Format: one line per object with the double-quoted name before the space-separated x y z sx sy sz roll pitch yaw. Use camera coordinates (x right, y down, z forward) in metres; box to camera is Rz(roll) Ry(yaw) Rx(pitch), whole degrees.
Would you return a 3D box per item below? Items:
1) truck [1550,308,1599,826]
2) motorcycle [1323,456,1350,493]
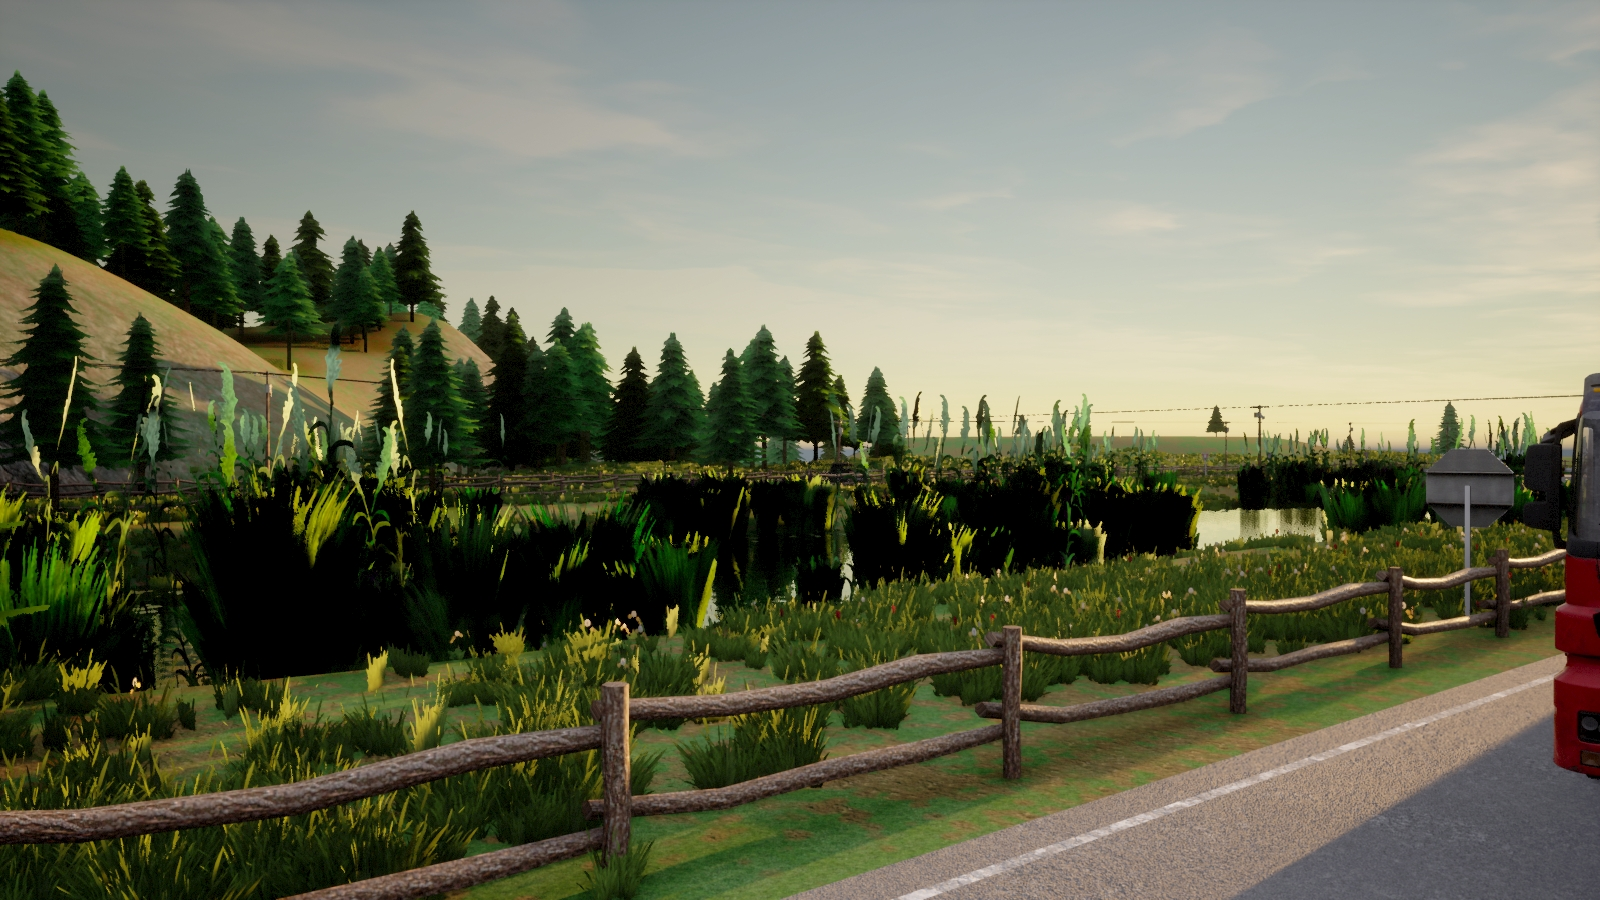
"truck" 9.509 0.862 10.945 2.891 3.827 8.468 0 0 40
"motorcycle" 34.978 1.577 74.473 2.033 2.348 0.803 0 0 -39
